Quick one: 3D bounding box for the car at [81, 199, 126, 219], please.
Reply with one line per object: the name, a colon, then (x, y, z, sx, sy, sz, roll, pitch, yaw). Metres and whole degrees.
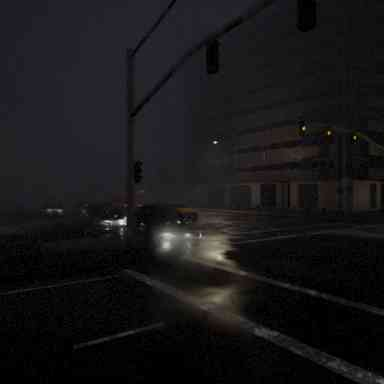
car: (-7.837, 1.603, 29.690, 2.033, 1.411, 5.357, 0, 0, -35)

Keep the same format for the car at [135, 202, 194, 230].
car: (-2.190, 1.560, 21.743, 1.837, 1.490, 4.892, 0, 0, -36)

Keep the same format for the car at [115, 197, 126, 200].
car: (-6.792, 1.407, 34.265, 2.097, 1.767, 4.553, 0, 0, -35)

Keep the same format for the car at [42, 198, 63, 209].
car: (-19.436, 1.603, 46.094, 2.033, 1.411, 5.357, 0, 0, -35)

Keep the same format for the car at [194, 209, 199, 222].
car: (-1.419, 1.533, 26.702, 1.882, 1.535, 5.008, 0, 0, -35)

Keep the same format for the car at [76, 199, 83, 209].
car: (-13.854, 1.602, 44.231, 2.033, 1.411, 5.357, 0, 0, -35)
